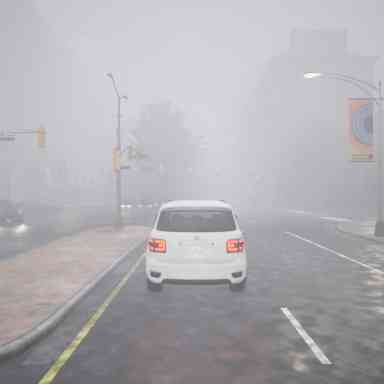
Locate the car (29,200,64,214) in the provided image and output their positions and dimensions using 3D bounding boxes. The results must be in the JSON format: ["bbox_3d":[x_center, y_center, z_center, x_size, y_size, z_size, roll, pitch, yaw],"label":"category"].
[{"bbox_3d":[-16.152,1.547,34.317,5.357,1.411,2.033,0,0,-14],"label":"car"}]

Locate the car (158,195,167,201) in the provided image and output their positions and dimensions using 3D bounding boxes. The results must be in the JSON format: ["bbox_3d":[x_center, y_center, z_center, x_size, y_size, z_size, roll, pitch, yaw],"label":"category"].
[{"bbox_3d":[-7.649,1.552,86.305,1.994,1.385,4.181,0,0,0],"label":"car"}]

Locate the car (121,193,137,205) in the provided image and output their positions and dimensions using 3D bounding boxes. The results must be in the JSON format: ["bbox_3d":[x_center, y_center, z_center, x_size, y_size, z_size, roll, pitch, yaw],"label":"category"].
[{"bbox_3d":[-11.326,1.491,59.772,2.128,1.511,4.902,0,0,1],"label":"car"}]

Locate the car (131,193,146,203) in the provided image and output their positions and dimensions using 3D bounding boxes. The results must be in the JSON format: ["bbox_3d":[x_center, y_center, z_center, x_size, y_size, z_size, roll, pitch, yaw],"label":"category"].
[{"bbox_3d":[-11.218,1.225,69.691,2.150,2.045,5.566,0,0,0],"label":"car"}]

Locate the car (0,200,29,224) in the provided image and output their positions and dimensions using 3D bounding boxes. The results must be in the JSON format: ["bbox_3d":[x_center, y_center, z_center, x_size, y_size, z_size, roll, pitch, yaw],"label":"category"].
[{"bbox_3d":[-13.776,1.352,24.125,2.097,1.767,4.553,0,0,-41],"label":"car"}]

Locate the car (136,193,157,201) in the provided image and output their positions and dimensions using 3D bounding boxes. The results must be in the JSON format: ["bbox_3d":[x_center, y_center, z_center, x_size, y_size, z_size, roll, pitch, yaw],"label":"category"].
[{"bbox_3d":[-7.845,1.352,57.989,2.097,1.767,4.553,0,0,0],"label":"car"}]

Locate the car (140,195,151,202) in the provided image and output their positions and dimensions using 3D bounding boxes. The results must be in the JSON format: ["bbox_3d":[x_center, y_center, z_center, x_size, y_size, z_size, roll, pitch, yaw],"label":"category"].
[{"bbox_3d":[-11.175,1.525,80.129,2.128,1.511,4.902,0,0,0],"label":"car"}]

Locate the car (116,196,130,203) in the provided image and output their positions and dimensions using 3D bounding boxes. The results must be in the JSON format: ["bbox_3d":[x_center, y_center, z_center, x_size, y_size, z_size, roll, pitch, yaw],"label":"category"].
[{"bbox_3d":[-14.466,1.595,69.824,1.895,1.301,4.718,0,0,0],"label":"car"}]

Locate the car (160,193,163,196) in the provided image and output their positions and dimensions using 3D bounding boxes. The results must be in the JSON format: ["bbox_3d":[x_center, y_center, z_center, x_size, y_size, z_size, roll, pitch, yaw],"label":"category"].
[{"bbox_3d":[-7.690,1.225,76.490,2.150,2.045,5.566,0,0,0],"label":"car"}]

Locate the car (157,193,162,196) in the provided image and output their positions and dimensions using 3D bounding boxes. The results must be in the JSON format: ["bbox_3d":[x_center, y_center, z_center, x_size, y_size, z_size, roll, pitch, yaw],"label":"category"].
[{"bbox_3d":[-7.753,1.525,66.873,1.812,1.442,4.674,0,0,1],"label":"car"}]

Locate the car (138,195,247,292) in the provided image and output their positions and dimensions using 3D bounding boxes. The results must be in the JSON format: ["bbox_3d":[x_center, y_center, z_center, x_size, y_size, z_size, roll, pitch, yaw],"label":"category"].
[{"bbox_3d":[0.108,1.221,9.101,2.150,2.045,5.566,0,0,1],"label":"car"}]
